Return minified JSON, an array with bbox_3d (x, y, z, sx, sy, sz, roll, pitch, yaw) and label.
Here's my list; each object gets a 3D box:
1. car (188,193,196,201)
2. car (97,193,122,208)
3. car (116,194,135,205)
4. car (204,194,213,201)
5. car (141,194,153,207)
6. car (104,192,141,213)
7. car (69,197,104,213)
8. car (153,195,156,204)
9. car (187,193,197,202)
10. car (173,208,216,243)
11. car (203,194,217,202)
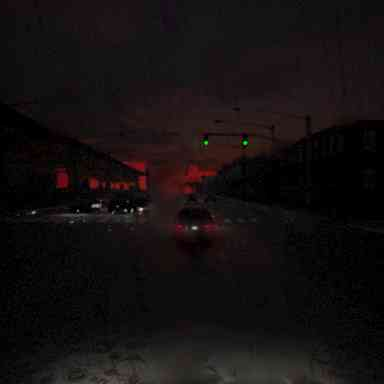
[{"bbox_3d":[0.003,1.049,71.683,1.837,1.490,4.892,0,0,0],"label":"car"},{"bbox_3d":[-10.525,1.081,42.964,2.097,1.767,4.553,0,0,0],"label":"car"},{"bbox_3d":[-10.498,1.158,52.990,2.128,1.511,4.902,0,0,0],"label":"car"},{"bbox_3d":[3.503,1.073,71.675,1.812,1.442,4.674,0,0,0],"label":"car"},{"bbox_3d":[-7.009,1.266,44.687,2.033,1.411,5.357,0,0,0],"label":"car"},{"bbox_3d":[-7.086,1.004,34.443,2.150,2.045,5.566,0,0,0],"label":"car"},{"bbox_3d":[-10.584,1.335,33.572,2.033,1.411,5.357,0,0,0],"label":"car"},{"bbox_3d":[-6.997,1.159,54.950,1.837,1.490,4.892,0,0,0],"label":"car"},{"bbox_3d":[0.003,1.163,61.132,2.033,1.411,5.357,0,0,0],"label":"car"},{"bbox_3d":[0.100,1.449,15.522,2.033,1.411,5.357,0,0,0],"label":"car"},{"bbox_3d":[3.504,1.173,61.735,1.994,1.385,4.181,0,0,0],"label":"car"}]
